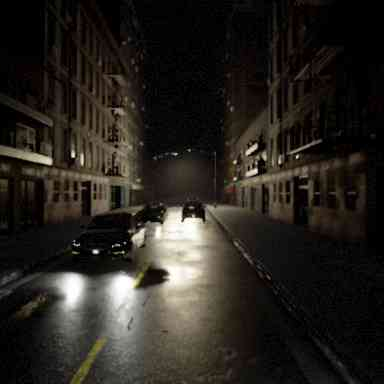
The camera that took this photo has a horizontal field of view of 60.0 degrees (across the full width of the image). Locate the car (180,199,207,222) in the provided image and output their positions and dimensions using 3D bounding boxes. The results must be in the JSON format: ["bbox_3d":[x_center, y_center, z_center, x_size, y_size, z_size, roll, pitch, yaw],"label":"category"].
[{"bbox_3d":[0.115,1.520,26.791,1.837,1.490,4.892,0,0,0],"label":"car"}]

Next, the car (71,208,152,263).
[{"bbox_3d":[-2.794,1.513,12.100,1.837,1.490,4.892,0,-1,0],"label":"car"}]

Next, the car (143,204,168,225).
[{"bbox_3d":[-2.787,1.562,24.319,2.033,1.411,5.357,0,0,1],"label":"car"}]
